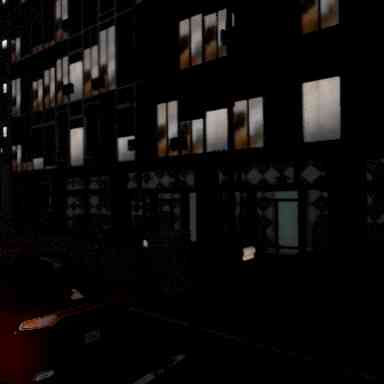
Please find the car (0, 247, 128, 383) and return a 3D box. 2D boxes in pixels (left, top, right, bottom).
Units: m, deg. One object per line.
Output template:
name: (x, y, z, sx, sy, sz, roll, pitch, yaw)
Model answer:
car: (-2.969, 1.539, 5.165, 4.507, 1.381, 1.887, 0, -1, 36)
